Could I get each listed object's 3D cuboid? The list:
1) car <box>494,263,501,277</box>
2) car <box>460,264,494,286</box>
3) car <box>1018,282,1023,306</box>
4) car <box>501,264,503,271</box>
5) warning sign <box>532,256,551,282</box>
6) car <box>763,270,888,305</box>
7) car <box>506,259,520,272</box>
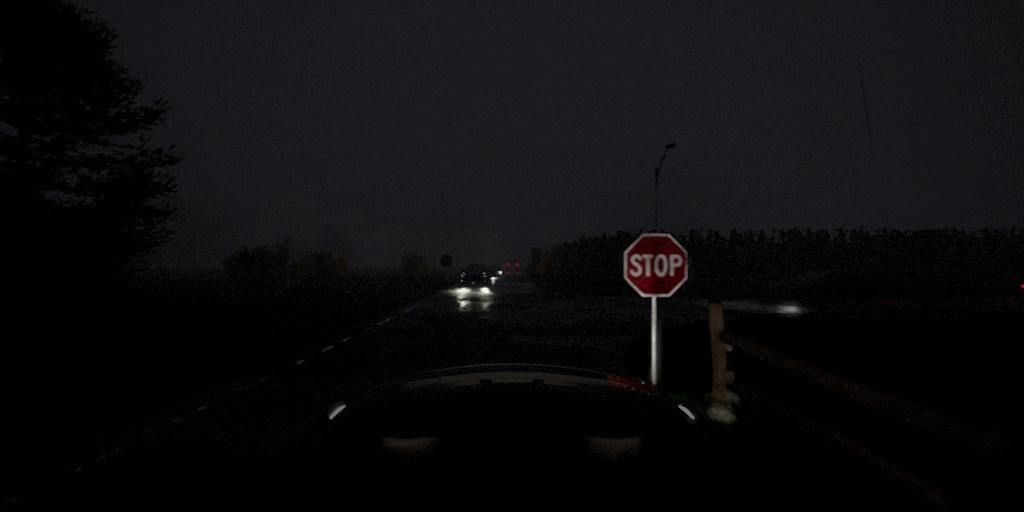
[{"bbox_3d":[-2.757,1.742,42.970,2.033,1.411,5.357,0,-1,0],"label":"car"},{"bbox_3d":[-2.793,1.391,28.125,2.097,1.767,4.553,0,-1,0],"label":"car"},{"bbox_3d":[23.282,1.270,14.098,4.553,1.767,2.097,0,-1,-1],"label":"car"},{"bbox_3d":[-2.634,1.955,63.690,1.994,1.385,4.181,0,-1,1],"label":"car"},{"bbox_3d":[2.509,1.167,29.232,1.300,1.860,1.060,0,0,0],"label":"warning sign"},{"bbox_3d":[14.666,1.421,16.952,5.008,1.535,1.882,0,-1,-1],"label":"car"},{"bbox_3d":[0.132,1.587,60.893,2.150,2.045,5.566,0,-1,0],"label":"car"}]
